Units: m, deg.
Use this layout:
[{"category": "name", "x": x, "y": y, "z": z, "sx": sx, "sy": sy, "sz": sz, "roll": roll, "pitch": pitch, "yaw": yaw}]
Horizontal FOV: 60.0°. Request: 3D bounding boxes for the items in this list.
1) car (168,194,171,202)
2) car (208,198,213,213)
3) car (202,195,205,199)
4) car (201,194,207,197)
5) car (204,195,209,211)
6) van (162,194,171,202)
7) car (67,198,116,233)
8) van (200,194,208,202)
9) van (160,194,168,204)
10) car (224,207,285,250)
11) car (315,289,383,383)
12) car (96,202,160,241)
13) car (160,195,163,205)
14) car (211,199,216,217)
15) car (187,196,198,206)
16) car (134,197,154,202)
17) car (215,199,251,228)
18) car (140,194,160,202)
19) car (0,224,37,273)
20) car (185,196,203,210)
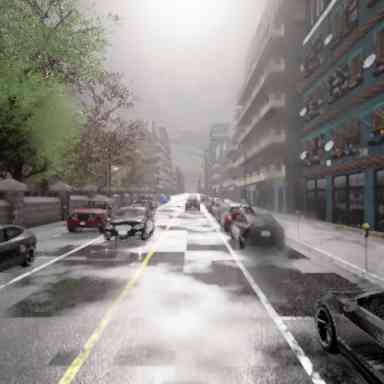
[{"category": "car", "x": -5.672, "y": 1.528, "z": 63.962, "sx": 1.947, "sy": 1.339, "sz": 4.313, "roll": 1, "pitch": 0, "yaw": 0}, {"category": "car", "x": 2.698, "y": 1.506, "z": 30.993, "sx": 1.752, "sy": 1.417, "sz": 4.829, "roll": 1, "pitch": 0, "yaw": 0}, {"category": "car", "x": 2.695, "y": 1.497, "z": 47.563, "sx": 1.752, "sy": 1.417, "sz": 4.829, "roll": 1, "pitch": 0, "yaw": 0}, {"category": "car", "x": 2.661, "y": 1.400, "z": 69.486, "sx": 1.967, "sy": 1.590, "sz": 4.097, "roll": 1, "pitch": 0, "yaw": 0}, {"category": "car", "x": 2.699, "y": 1.418, "z": 36.346, "sx": 1.967, "sy": 1.590, "sz": 4.097, "roll": 1, "pitch": 0, "yaw": 0}, {"category": "van", "x": -5.654, "y": 1.298, "z": 75.009, "sx": 1.690, "sy": 1.788, "sz": 3.998, "roll": 1, "pitch": 0, "yaw": 0}, {"category": "car", "x": -5.675, "y": 1.303, "z": 19.775, "sx": 2.192, "sy": 1.841, "sz": 5.009, "roll": 1, "pitch": 0, "yaw": 0}, {"category": "van", "x": 2.660, "y": 1.298, "z": 75.009, "sx": 1.690, "sy": 1.788, "sz": 3.998, "roll": 1, "pitch": 0, "yaw": 0}, {"category": "van", "x": -5.692, "y": 1.306, "z": 58.438, "sx": 1.690, "sy": 1.788, "sz": 3.998, "roll": 1, "pitch": 0, "yaw": 0}, {"category": "car", "x": 2.701, "y": 1.557, "z": 14.253, "sx": 1.947, "sy": 1.339, "sz": 4.313, "roll": 1, "pitch": 0, "yaw": 0}, {"category": "car", "x": 2.702, "y": 1.564, "z": 3.205, "sx": 1.947, "sy": 1.339, "sz": 4.313, "roll": 1, "pitch": 0, "yaw": 0}, {"category": "car", "x": -3.003, "y": 1.494, "z": 16.868, "sx": 2.128, "sy": 1.511, "sz": 4.902, "roll": 0, "pitch": 0, "yaw": 0}, {"category": "car", "x": -5.686, "y": 1.516, "z": 47.392, "sx": 1.887, "sy": 1.381, "sz": 4.507, "roll": 1, "pitch": 0, "yaw": 0}, {"category": "car", "x": 2.699, "y": 1.529, "z": 25.298, "sx": 1.887, "sy": 1.381, "sz": 4.507, "roll": 1, "pitch": 0, "yaw": 0}, {"category": "car", "x": 0.087, "y": 1.445, "z": 55.128, "sx": 1.882, "sy": 1.535, "sz": 5.008, "roll": 0, "pitch": 0, "yaw": 0}, {"category": "car", "x": -5.683, "y": 1.522, "z": 36.345, "sx": 1.887, "sy": 1.381, "sz": 4.507, "roll": 1, "pitch": 0, "yaw": 0}, {"category": "car", "x": 2.702, "y": 1.428, "z": 19.776, "sx": 1.967, "sy": 1.590, "sz": 4.097, "roll": 1, "pitch": 0, "yaw": 0}, {"category": "car", "x": -5.680, "y": 1.289, "z": 41.868, "sx": 2.192, "sy": 1.841, "sz": 5.009, "roll": 1, "pitch": 0, "yaw": 0}, {"category": "car", "x": -5.678, "y": 1.560, "z": 8.728, "sx": 1.947, "sy": 1.339, "sz": 4.313, "roll": 1, "pitch": 0, "yaw": 0}, {"category": "car", "x": 0.093, "y": 1.575, "z": 42.965, "sx": 1.895, "sy": 1.301, "sz": 4.718, "roll": 0, "pitch": 0, "yaw": 0}]
